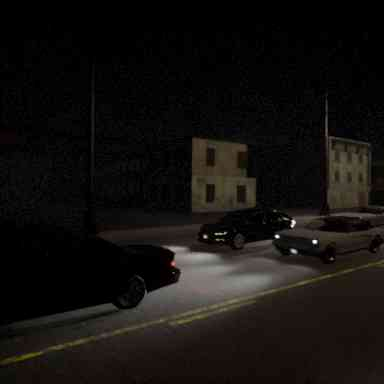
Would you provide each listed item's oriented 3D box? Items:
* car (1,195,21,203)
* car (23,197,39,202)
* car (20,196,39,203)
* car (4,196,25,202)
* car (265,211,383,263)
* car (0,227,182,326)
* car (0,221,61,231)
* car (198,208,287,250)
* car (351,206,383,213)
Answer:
[{"bbox_3d":[-40.521,1.807,76.161,4.974,1.542,2.038,0,0,24],"label":"car"},{"bbox_3d":[-36.795,1.682,76.313,1.853,1.218,4.536,1,0,-6],"label":"car"},{"bbox_3d":[-36.791,1.839,76.260,2.038,1.542,4.974,1,0,-6],"label":"car"},{"bbox_3d":[-40.567,1.649,76.183,4.536,1.218,1.853,0,0,24],"label":"car"},{"bbox_3d":[5.058,1.582,11.988,4.718,1.301,1.895,0,0,-36],"label":"car"},{"bbox_3d":[-2.785,1.559,6.309,5.357,1.411,2.033,0,0,-36],"label":"car"},{"bbox_3d":[-5.093,1.545,8.934,4.674,1.442,1.812,0,0,-36],"label":"car"},{"bbox_3d":[2.487,1.493,14.443,4.892,1.490,1.837,0,0,-36],"label":"car"},{"bbox_3d":[10.766,1.524,20.431,4.718,1.301,1.895,0,0,-36],"label":"car"}]
